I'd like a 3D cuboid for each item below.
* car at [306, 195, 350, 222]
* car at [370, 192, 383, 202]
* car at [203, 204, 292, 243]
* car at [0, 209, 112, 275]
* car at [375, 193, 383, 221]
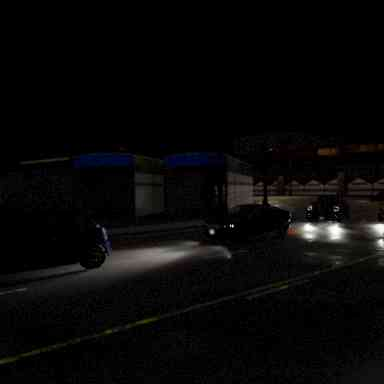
[{"bbox_3d":[9.284,1.012,22.574,2.097,1.767,4.553,0,1,33],"label":"car"},{"bbox_3d":[26.565,0.678,45.774,1.882,1.535,5.008,-1,1,-4],"label":"car"},{"bbox_3d":[2.632,1.315,15.146,4.902,1.511,2.128,-1,1,-42],"label":"car"},{"bbox_3d":[-4.704,1.332,9.306,4.553,1.767,2.097,-1,1,-36],"label":"car"},{"bbox_3d":[13.771,1.091,22.515,1.882,1.535,5.008,0,1,31],"label":"car"}]
